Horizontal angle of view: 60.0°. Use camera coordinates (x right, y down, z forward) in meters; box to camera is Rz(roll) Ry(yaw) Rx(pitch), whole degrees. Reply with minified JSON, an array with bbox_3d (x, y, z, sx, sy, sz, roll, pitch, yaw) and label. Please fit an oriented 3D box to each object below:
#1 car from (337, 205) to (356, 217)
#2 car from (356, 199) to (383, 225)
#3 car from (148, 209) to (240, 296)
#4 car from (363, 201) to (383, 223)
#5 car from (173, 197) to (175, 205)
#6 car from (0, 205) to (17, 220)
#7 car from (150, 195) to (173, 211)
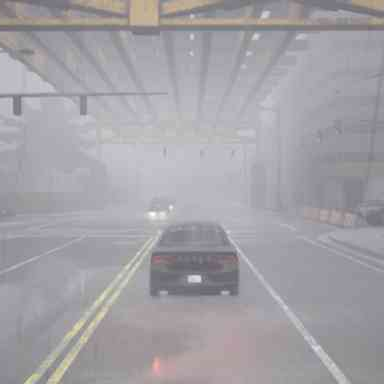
[{"bbox_3d":[13.577,1.170,25.058,4.536,1.218,1.853,0,0,25],"label":"car"},{"bbox_3d":[13.213,1.345,20.920,4.974,1.542,2.038,0,0,-20],"label":"car"},{"bbox_3d":[0.051,1.446,8.616,1.882,1.535,5.008,0,0,0],"label":"car"},{"bbox_3d":[13.262,1.187,20.938,4.536,1.218,1.853,0,0,-20],"label":"car"},{"bbox_3d":[-3.690,1.300,52.416,2.128,1.511,4.902,0,0,0],"label":"car"},{"bbox_3d":[-16.272,1.488,25.205,5.357,1.411,2.033,0,0,-1],"label":"car"},{"bbox_3d":[-3.677,1.354,38.329,2.128,1.511,4.902,0,0,0],"label":"car"}]
